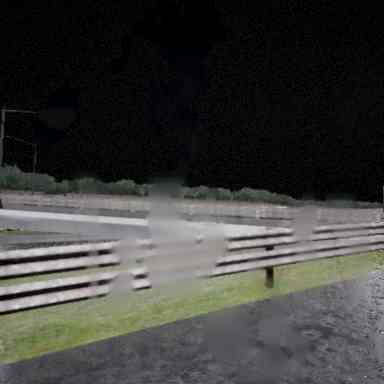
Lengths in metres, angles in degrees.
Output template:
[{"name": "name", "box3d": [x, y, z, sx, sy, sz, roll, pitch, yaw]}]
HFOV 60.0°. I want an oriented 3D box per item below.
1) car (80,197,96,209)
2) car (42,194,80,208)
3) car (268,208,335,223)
[{"name": "car", "box3d": [-14.882, 1.404, 44.033, 4.902, 1.511, 2.128, 1, -2, 27]}, {"name": "car", "box3d": [-16.598, 1.106, 40.995, 4.553, 1.767, 2.097, 2, -2, 27]}, {"name": "car", "box3d": [9.174, 2.049, 28.279, 5.357, 1.411, 2.033, 2, -2, 12]}]
